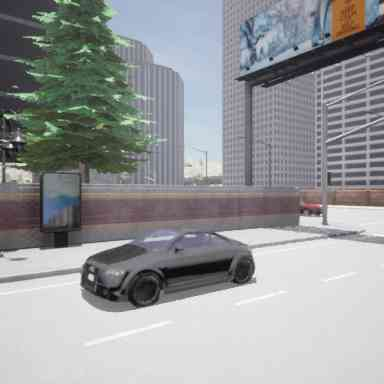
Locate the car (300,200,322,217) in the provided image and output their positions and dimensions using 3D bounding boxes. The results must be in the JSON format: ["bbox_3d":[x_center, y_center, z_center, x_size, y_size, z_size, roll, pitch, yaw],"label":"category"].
[{"bbox_3d":[10.238,1.478,32.138,1.882,1.535,5.008,0,0,-35],"label":"car"}]

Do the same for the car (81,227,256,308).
[{"bbox_3d":[-0.440,1.564,7.974,4.181,1.385,1.994,0,0,-35],"label":"car"}]
